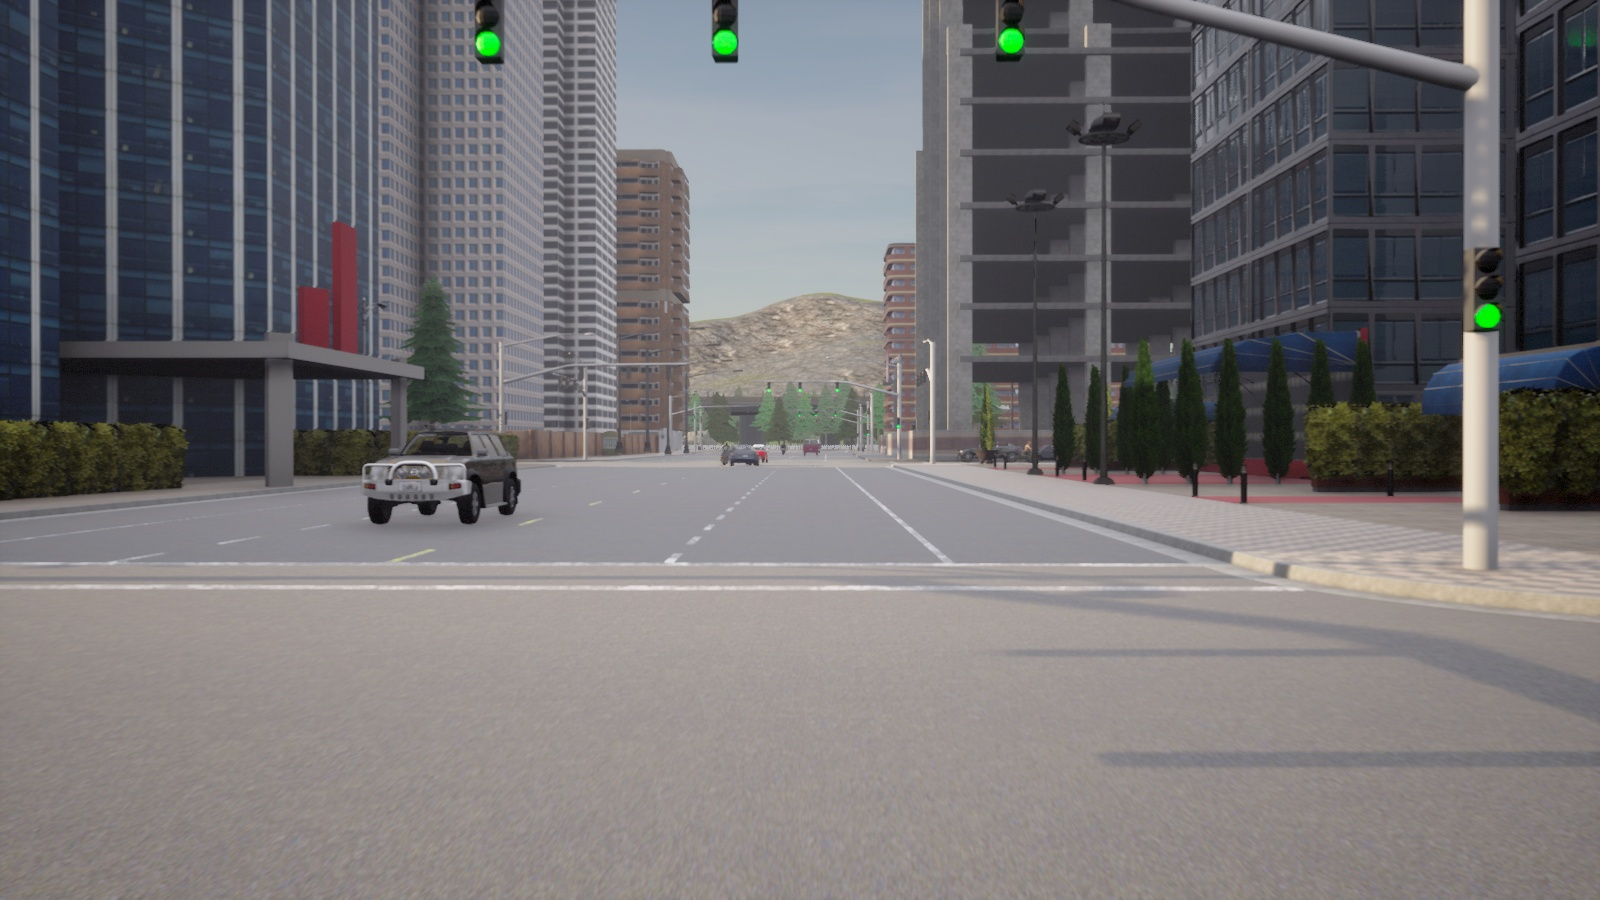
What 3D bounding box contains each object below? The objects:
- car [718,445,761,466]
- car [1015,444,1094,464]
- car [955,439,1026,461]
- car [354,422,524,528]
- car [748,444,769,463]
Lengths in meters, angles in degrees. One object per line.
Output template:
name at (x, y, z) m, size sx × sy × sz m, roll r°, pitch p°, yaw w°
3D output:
car at (-4.031, 0.342, 82.439) m, size 1.994 × 1.385 × 4.181 m, roll 0°, pitch 0°, yaw -15°
car at (18.576, 0.292, 91.781) m, size 5.357 × 1.411 × 2.033 m, roll 0°, pitch 0°, yaw 1°
car at (14.428, 0.000, 95.331) m, size 5.027 × 1.651 × 2.152 m, roll 0°, pitch 0°, yaw 1°
car at (-6.843, 0.421, 24.322) m, size 1.932 × 1.855 × 4.605 m, roll 0°, pitch 0°, yaw 1°
car at (-3.112, 0.264, 94.888) m, size 1.481 × 1.376 × 2.207 m, roll 0°, pitch 1°, yaw 0°
